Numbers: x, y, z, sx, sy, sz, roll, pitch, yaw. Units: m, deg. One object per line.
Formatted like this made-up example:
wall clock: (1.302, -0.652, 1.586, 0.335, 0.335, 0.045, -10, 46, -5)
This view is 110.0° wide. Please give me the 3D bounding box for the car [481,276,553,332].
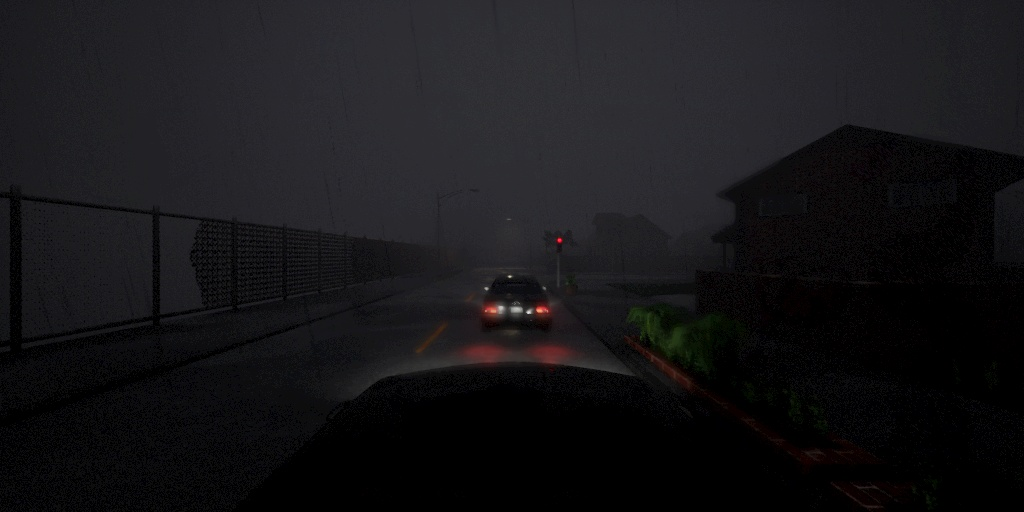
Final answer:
car: (0.116, 1.297, 10.780, 2.033, 1.411, 5.357, 0, 0, 0)
